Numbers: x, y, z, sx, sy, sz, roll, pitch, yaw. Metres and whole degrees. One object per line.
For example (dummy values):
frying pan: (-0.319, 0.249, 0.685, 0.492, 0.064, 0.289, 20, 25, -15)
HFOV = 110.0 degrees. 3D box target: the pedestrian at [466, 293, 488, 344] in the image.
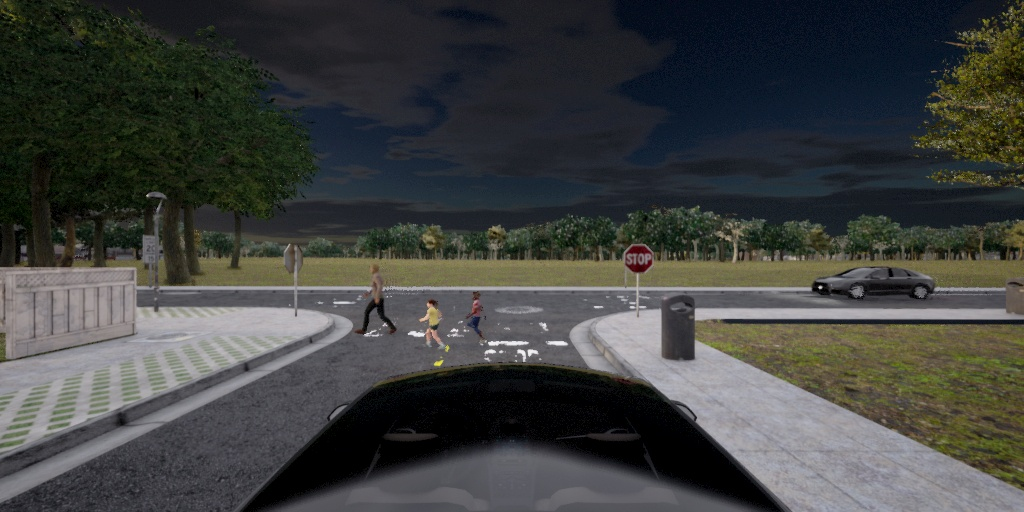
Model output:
pedestrian: (-0.794, 1.043, 8.265, 0.375, 1.860, 0.375, 0, 0, 0)

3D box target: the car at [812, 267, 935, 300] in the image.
car: (17.360, 1.280, 17.358, 4.892, 1.490, 1.837, 0, 0, 0)

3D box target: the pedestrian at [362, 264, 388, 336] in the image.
pedestrian: (-3.389, 1.043, 8.869, 0.375, 1.860, 0.375, 0, 0, 0)

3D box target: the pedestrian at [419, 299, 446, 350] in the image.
pedestrian: (-1.652, 1.423, 7.665, 0.500, 1.100, 0.500, 0, 0, 0)
